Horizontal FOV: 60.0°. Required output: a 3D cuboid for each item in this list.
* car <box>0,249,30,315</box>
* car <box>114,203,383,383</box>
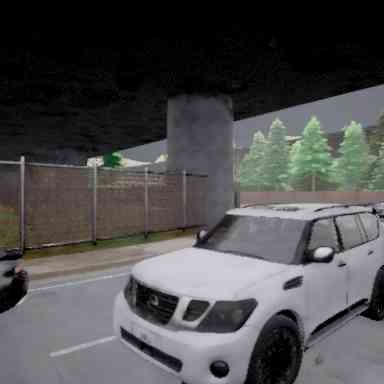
[{"bbox_3d":[-5.081,1.511,4.835,4.902,1.511,2.128,0,0,-37],"label":"car"},{"bbox_3d":[1.504,1.239,5.565,5.566,2.045,2.150,0,0,-43],"label":"car"}]
